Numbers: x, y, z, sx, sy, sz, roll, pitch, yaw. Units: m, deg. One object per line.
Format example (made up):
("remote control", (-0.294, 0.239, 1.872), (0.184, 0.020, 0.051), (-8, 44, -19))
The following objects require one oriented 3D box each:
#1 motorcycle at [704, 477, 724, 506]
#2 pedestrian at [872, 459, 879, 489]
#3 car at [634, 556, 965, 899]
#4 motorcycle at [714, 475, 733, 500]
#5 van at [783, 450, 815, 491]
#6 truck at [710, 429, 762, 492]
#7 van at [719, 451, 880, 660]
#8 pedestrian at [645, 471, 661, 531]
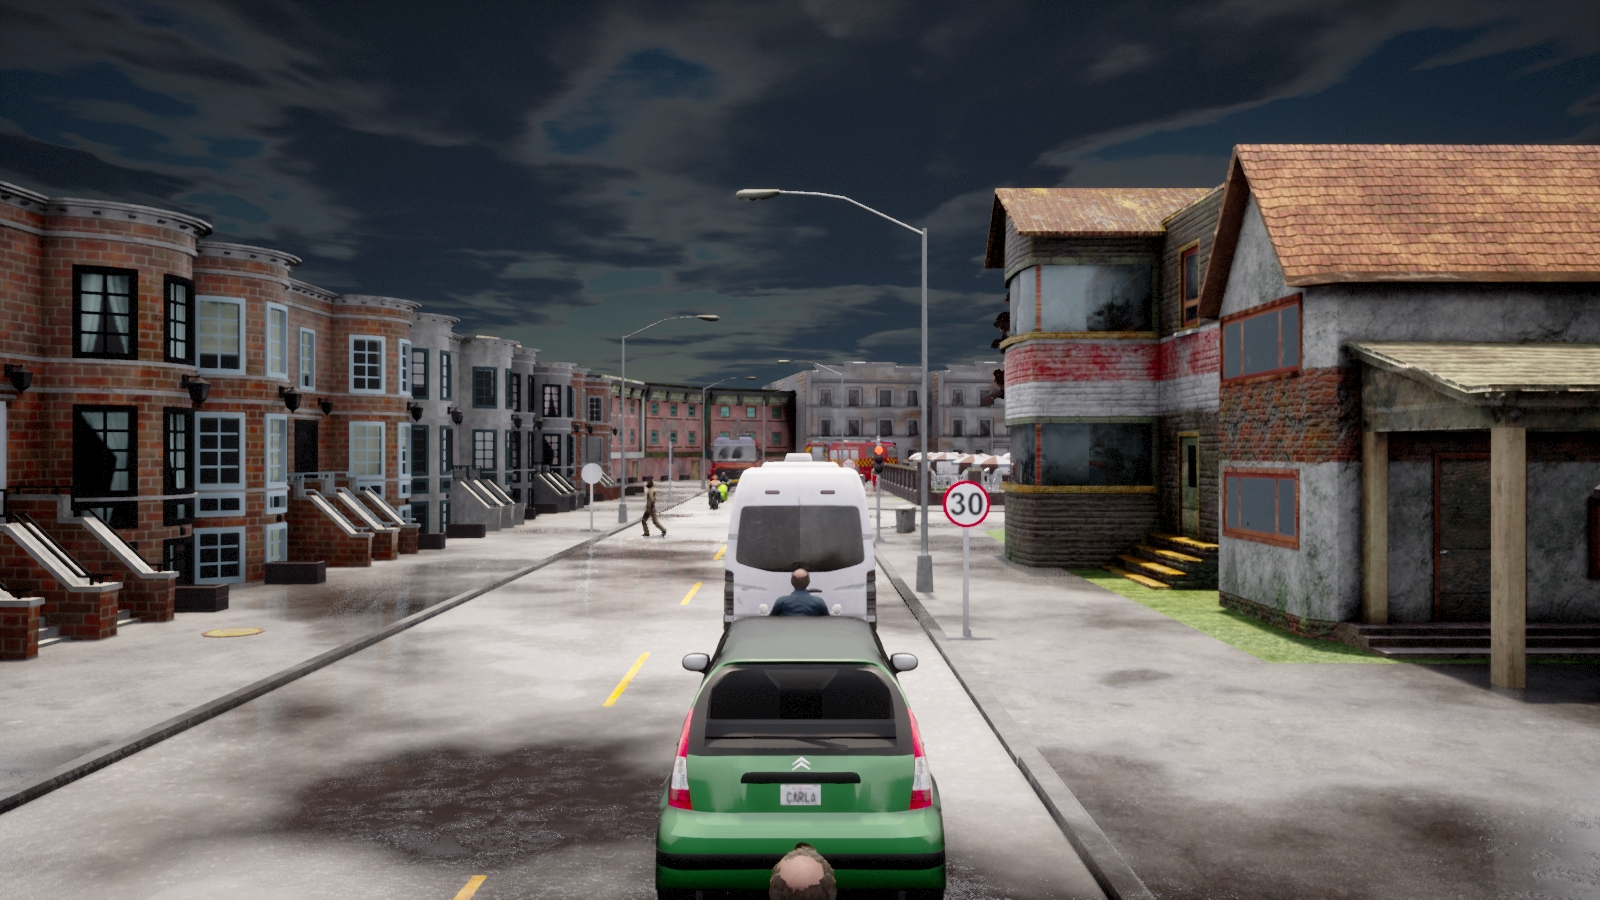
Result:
("motorcycle", (-4.007, 1.929, 53.649), (0.764, 1.277, 2.356), (0, 0, 0))
("pedestrian", (4.777, 1.498, 72.149), (0.375, 1.860, 0.375), (0, 0, -3))
("car", (-0.003, 1.776, 8.385), (1.851, 1.617, 3.988), (0, 0, 0))
("motorcycle", (-4.011, 1.939, 59.792), (0.856, 1.236, 1.805), (0, 0, 0))
("van", (-0.071, 1.286, 74.011), (1.988, 2.561, 5.915), (0, 0, 0))
("truck", (-4.030, 0.643, 73.613), (2.891, 3.827, 8.468), (0, 0, 0))
("van", (-0.006, 1.308, 17.043), (1.988, 2.561, 5.915), (0, 0, 0))
("pedestrian", (-4.653, 1.615, 36.187), (0.375, 1.860, 0.375), (0, 0, 11))
